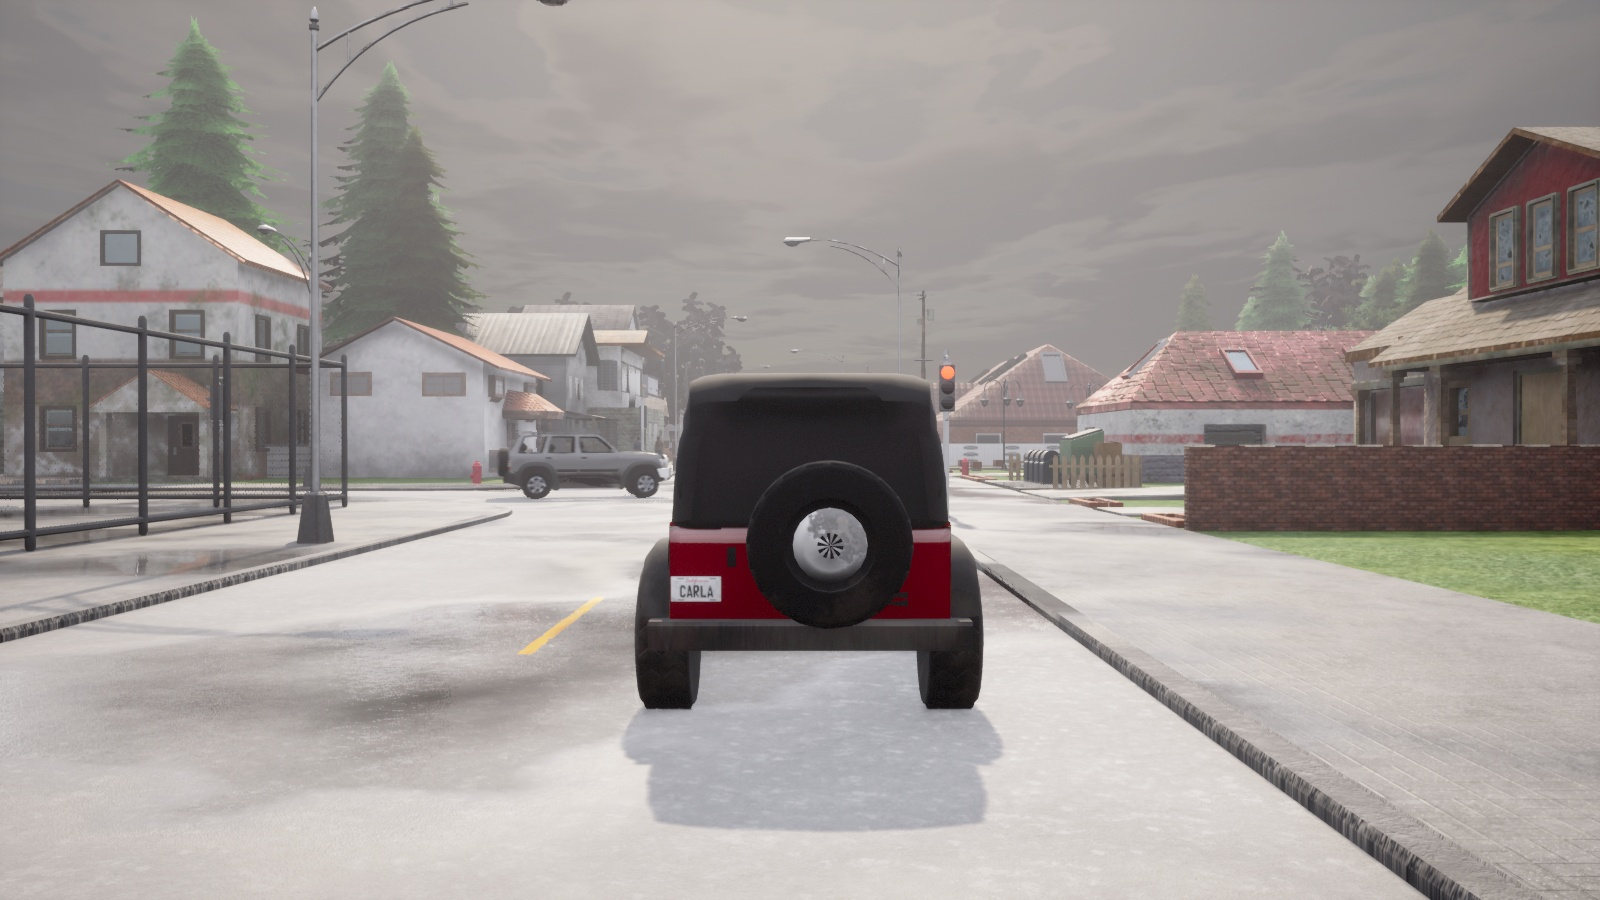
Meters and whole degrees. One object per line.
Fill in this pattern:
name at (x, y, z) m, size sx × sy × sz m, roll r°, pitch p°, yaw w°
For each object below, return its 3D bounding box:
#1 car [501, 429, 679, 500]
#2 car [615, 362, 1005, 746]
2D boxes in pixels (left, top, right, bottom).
car at (-5.723, 0.366, 34.092) m, size 4.605 × 1.855 × 1.932 m, roll 0°, pitch 1°, yaw -14°
car at (0.055, 0.497, 8.079) m, size 1.905 × 1.878 × 3.866 m, roll 0°, pitch 0°, yaw 0°
